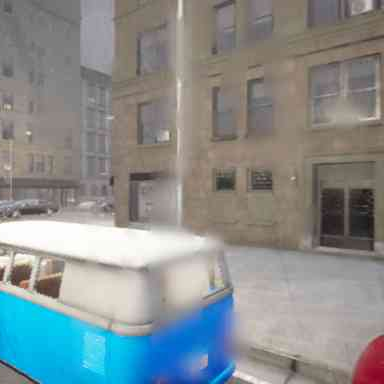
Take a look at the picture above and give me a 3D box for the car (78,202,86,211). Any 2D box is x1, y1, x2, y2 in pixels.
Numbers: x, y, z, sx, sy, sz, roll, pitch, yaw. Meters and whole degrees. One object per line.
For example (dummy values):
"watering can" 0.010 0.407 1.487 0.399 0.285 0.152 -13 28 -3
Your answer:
"car" -10.585 1.377 37.544 1.812 1.442 4.674 0 0 35

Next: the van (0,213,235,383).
"van" -1.438 1.325 4.106 3.998 1.788 1.690 0 0 35

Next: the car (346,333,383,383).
"car" 3.059 1.325 0.900 5.009 1.841 2.192 0 0 35

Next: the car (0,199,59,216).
"car" -13.547 1.356 27.701 2.128 1.511 4.902 0 0 35

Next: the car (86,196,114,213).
"car" -8.354 1.215 35.066 2.097 1.767 4.553 0 0 35
